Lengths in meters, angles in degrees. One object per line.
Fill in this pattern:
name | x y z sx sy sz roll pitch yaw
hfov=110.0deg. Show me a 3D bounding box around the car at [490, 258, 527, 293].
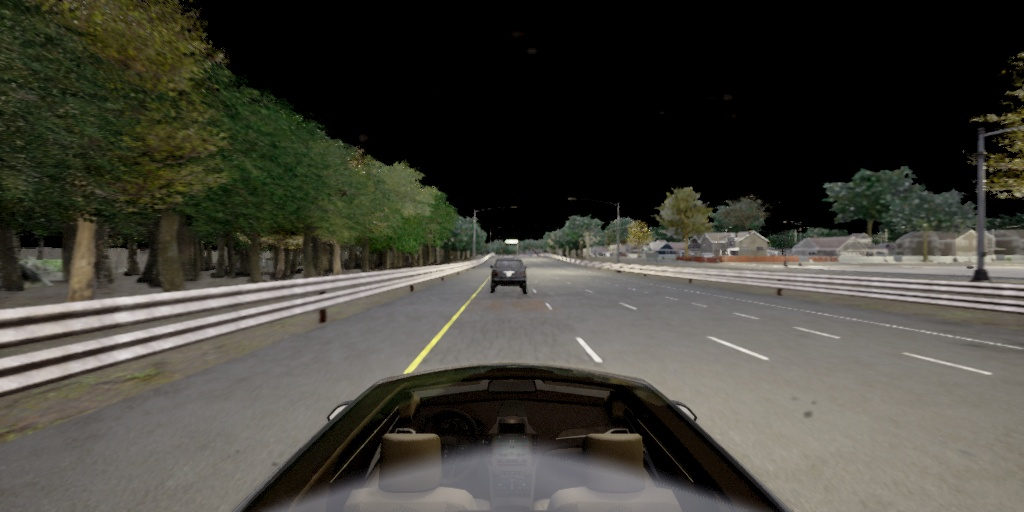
car | -0.219 1.141 22.632 2.150 2.045 5.566 1 0 -1
